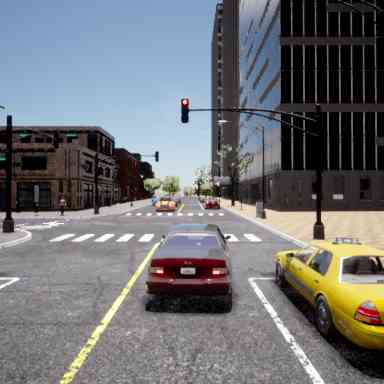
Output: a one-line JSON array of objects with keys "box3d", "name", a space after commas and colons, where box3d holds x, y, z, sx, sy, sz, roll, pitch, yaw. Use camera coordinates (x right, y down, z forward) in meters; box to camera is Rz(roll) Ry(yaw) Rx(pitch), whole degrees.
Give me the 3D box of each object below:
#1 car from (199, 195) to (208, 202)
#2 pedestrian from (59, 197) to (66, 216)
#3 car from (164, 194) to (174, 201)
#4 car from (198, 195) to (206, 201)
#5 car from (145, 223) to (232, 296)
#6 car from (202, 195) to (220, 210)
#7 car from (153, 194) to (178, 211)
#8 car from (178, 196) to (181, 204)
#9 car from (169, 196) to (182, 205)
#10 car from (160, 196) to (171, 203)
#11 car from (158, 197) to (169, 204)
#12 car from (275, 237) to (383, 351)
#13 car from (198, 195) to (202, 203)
[{"box3d": [2.682, 1.554, 77.541, 1.752, 1.417, 4.829, 1, 0, 0], "name": "car"}, {"box3d": [-12.553, 1.368, 32.153, 0.375, 1.860, 0.375, 0, 0, 1], "name": "pedestrian"}, {"box3d": [-5.697, 1.346, 82.915, 2.192, 1.841, 5.009, 1, 0, 0], "name": "car"}, {"box3d": [2.679, 1.578, 88.441, 1.887, 1.381, 4.507, 1, 0, 0], "name": "car"}, {"box3d": [0.073, 1.550, 8.835, 2.033, 1.411, 5.357, 0, 0, 3], "name": "car"}, {"box3d": [2.691, 1.455, 44.162, 1.967, 1.590, 4.097, 1, 0, 0], "name": "car"}, {"box3d": [-3.106, 1.365, 39.865, 2.097, 1.767, 4.553, 0, 0, 0], "name": "car"}, {"box3d": [-3.105, 1.619, 50.611, 1.895, 1.301, 4.718, 0, 0, 0], "name": "car"}, {"box3d": [-3.075, 1.515, 62.497, 2.128, 1.511, 4.902, 0, 0, 1], "name": "car"}, {"box3d": [-5.698, 1.593, 71.847, 1.947, 1.339, 4.313, 1, 0, 0], "name": "car"}, {"box3d": [-5.697, 1.606, 66.312, 1.802, 1.307, 4.206, 1, 0, 0], "name": "car"}, {"box3d": [2.837, 1.527, 6.384, 1.752, 1.417, 4.829, 1, 0, 0], "name": "car"}, {"box3d": [2.683, 1.552, 72.007, 1.752, 1.417, 4.829, 1, 0, 0], "name": "car"}]
